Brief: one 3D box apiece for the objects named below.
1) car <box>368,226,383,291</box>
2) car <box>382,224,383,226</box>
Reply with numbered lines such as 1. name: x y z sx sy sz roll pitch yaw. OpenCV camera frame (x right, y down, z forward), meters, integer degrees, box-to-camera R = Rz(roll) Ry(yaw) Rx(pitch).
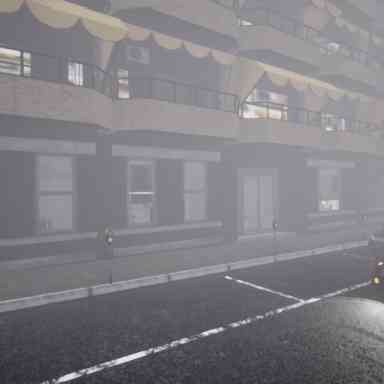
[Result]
1. car: 5.934 1.561 7.623 4.181 1.385 1.994 0 0 -36
2. car: 8.338 1.578 12.538 4.206 1.307 1.802 0 -1 -36
